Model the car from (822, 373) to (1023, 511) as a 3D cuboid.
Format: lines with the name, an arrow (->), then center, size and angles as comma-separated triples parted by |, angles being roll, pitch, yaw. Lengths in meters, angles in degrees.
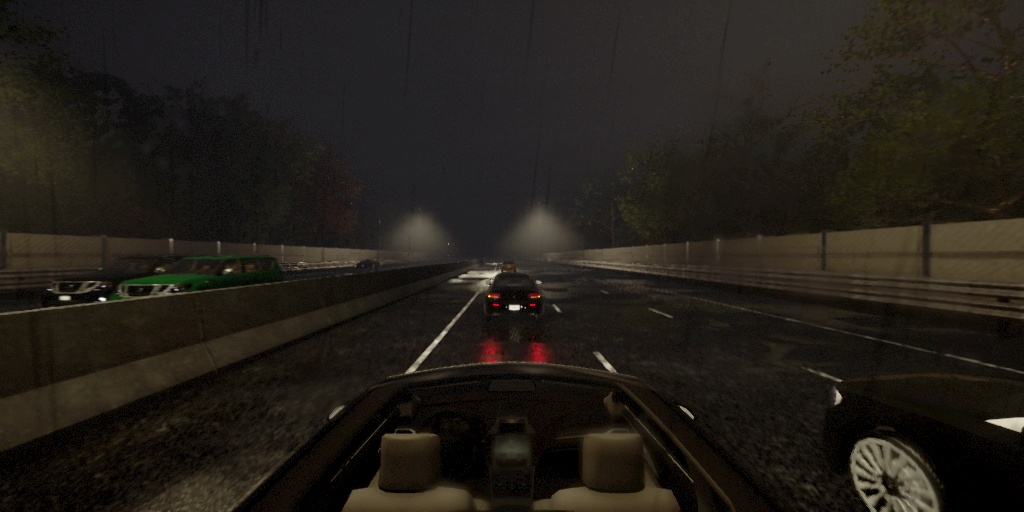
car -> 3.593, 1.241, 1.080 | 2.128, 1.511, 4.902 | 0, 0, 0

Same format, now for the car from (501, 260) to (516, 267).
car -> -0.437, 1.222, 44.579 | 1.801, 1.575, 5.366 | 0, 0, -1

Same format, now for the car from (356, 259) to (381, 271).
car -> -18.051, 1.033, 45.264 | 1.994, 1.385, 4.181 | 0, 0, -1

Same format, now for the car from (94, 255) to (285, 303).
car -> -10.645, 0.977, 12.881 | 2.150, 2.045, 5.566 | 0, 0, 0

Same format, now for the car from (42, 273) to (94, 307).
car -> -14.153, 0.977, 14.096 | 2.150, 2.045, 5.566 | 0, 0, 0

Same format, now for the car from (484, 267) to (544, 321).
car -> 0.057, 1.280, 12.349 | 1.812, 1.442, 4.674 | 0, 0, 0
